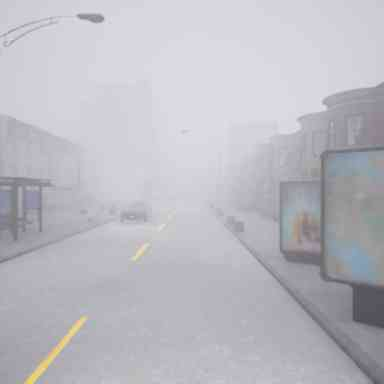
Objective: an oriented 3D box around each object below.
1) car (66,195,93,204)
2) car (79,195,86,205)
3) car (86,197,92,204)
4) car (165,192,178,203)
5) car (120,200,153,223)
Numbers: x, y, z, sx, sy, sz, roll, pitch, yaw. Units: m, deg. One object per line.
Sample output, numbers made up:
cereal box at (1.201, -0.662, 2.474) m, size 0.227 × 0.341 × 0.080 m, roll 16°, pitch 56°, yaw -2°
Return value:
car at (-19.463, 1.252, 57.674) m, size 4.193 × 1.474 × 1.816 m, roll 0°, pitch 0°, yaw 10°
car at (-19.084, 1.096, 51.621) m, size 3.866 × 1.878 × 1.905 m, roll 0°, pitch 0°, yaw 10°
car at (-19.319, 1.193, 54.723) m, size 4.611 × 1.667 × 2.242 m, roll 0°, pitch 0°, yaw 10°
car at (-4.036, 1.082, 66.204) m, size 2.150 × 2.045 × 5.566 m, roll 1°, pitch 0°, yaw 0°
car at (-4.096, 1.406, 25.137) m, size 1.882 × 1.535 × 5.008 m, roll 0°, pitch 0°, yaw 0°
